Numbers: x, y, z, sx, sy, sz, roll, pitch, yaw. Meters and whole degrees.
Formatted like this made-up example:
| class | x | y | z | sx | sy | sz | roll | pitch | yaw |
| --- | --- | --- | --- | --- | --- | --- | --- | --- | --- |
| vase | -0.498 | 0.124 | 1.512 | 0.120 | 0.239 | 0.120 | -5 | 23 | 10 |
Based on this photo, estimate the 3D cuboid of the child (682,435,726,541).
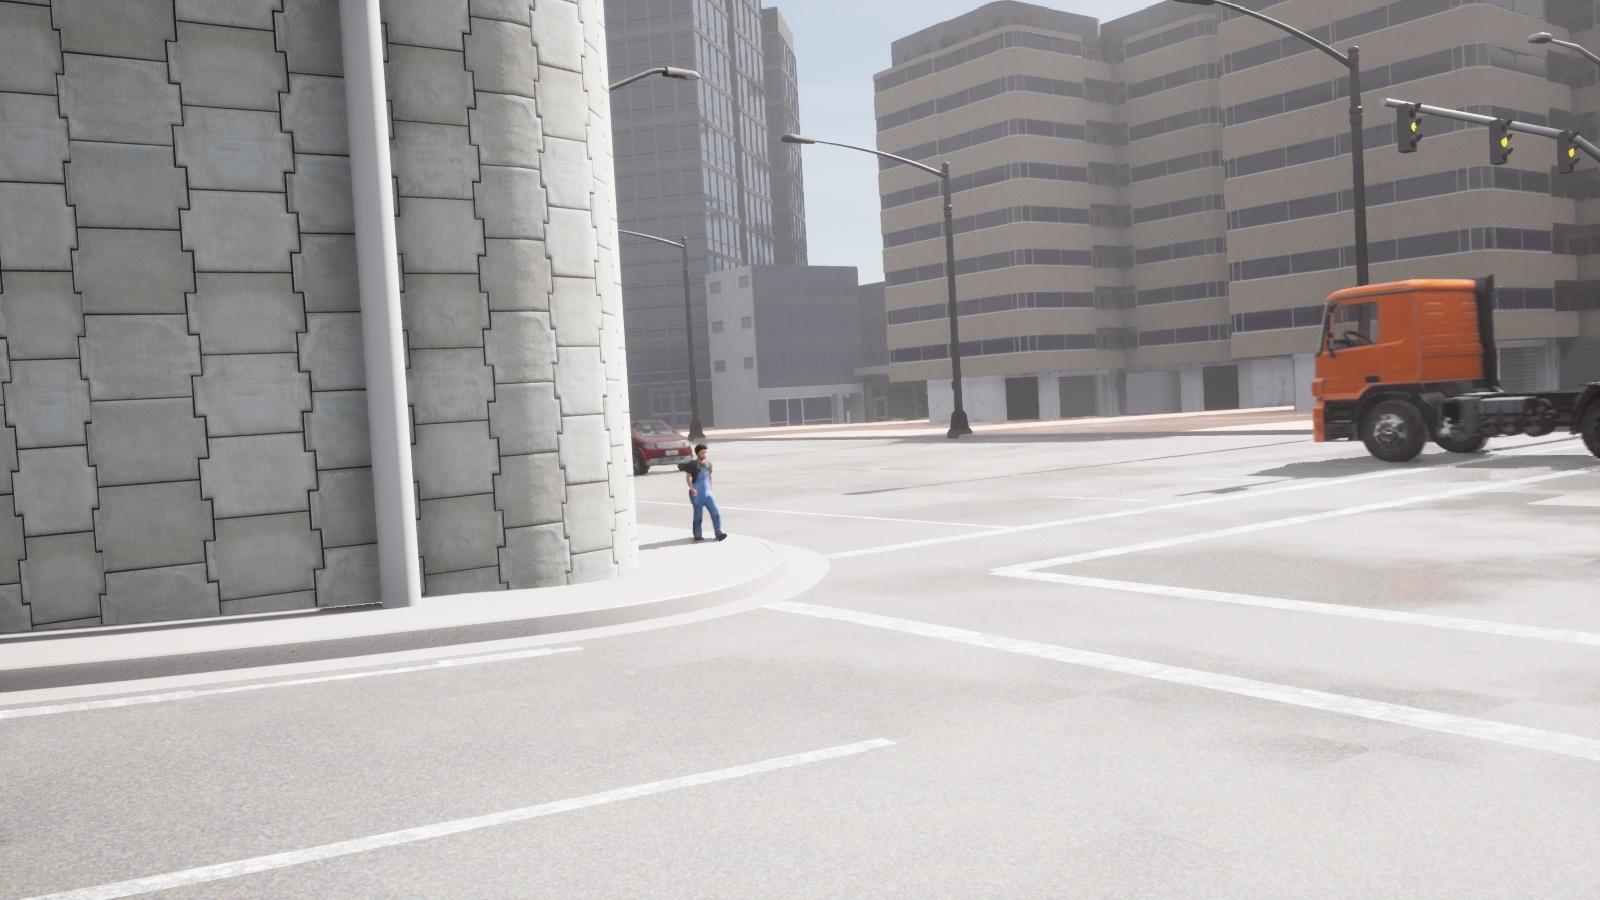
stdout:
| class | x | y | z | sx | sy | sz | roll | pitch | yaw |
| --- | --- | --- | --- | --- | --- | --- | --- | --- | --- |
| child | -1.171 | 0.455 | 15.319 | 0.270 | 1.263 | 0.437 | -5 | 3 | -34 |

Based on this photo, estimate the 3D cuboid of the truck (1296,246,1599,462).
| class | x | y | z | sx | sy | sz | roll | pitch | yaw |
| --- | --- | --- | --- | --- | --- | --- | --- | --- | --- |
| truck | 13.226 | -1.635 | 22.138 | 2.891 | 3.462 | 7.936 | -5 | 3 | -35 |

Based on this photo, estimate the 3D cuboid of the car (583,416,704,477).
| class | x | y | z | sx | sy | sz | roll | pitch | yaw |
| --- | --- | --- | --- | --- | --- | --- | --- | --- | --- |
| car | -4.483 | -0.097 | 35.618 | 1.789 | 1.549 | 3.705 | -5 | 3 | -35 |
